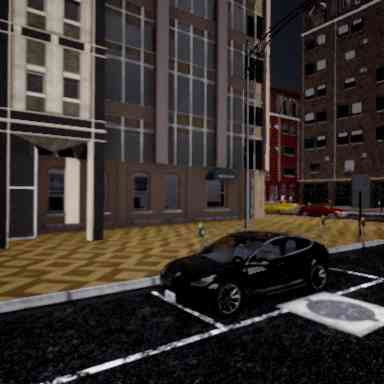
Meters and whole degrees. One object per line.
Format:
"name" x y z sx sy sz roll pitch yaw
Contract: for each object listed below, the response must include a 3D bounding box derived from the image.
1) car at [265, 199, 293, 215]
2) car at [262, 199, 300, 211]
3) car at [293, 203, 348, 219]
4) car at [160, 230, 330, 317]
"car" 8.240 1.571 33.658 1.752 1.417 4.829 1 0 -36
"car" 11.548 1.637 43.422 1.752 1.417 4.829 1 0 -36
"car" 11.441 1.639 29.195 1.802 1.307 4.206 1 0 -36
"car" 1.367 1.588 7.532 4.313 1.339 1.947 0 0 -36
